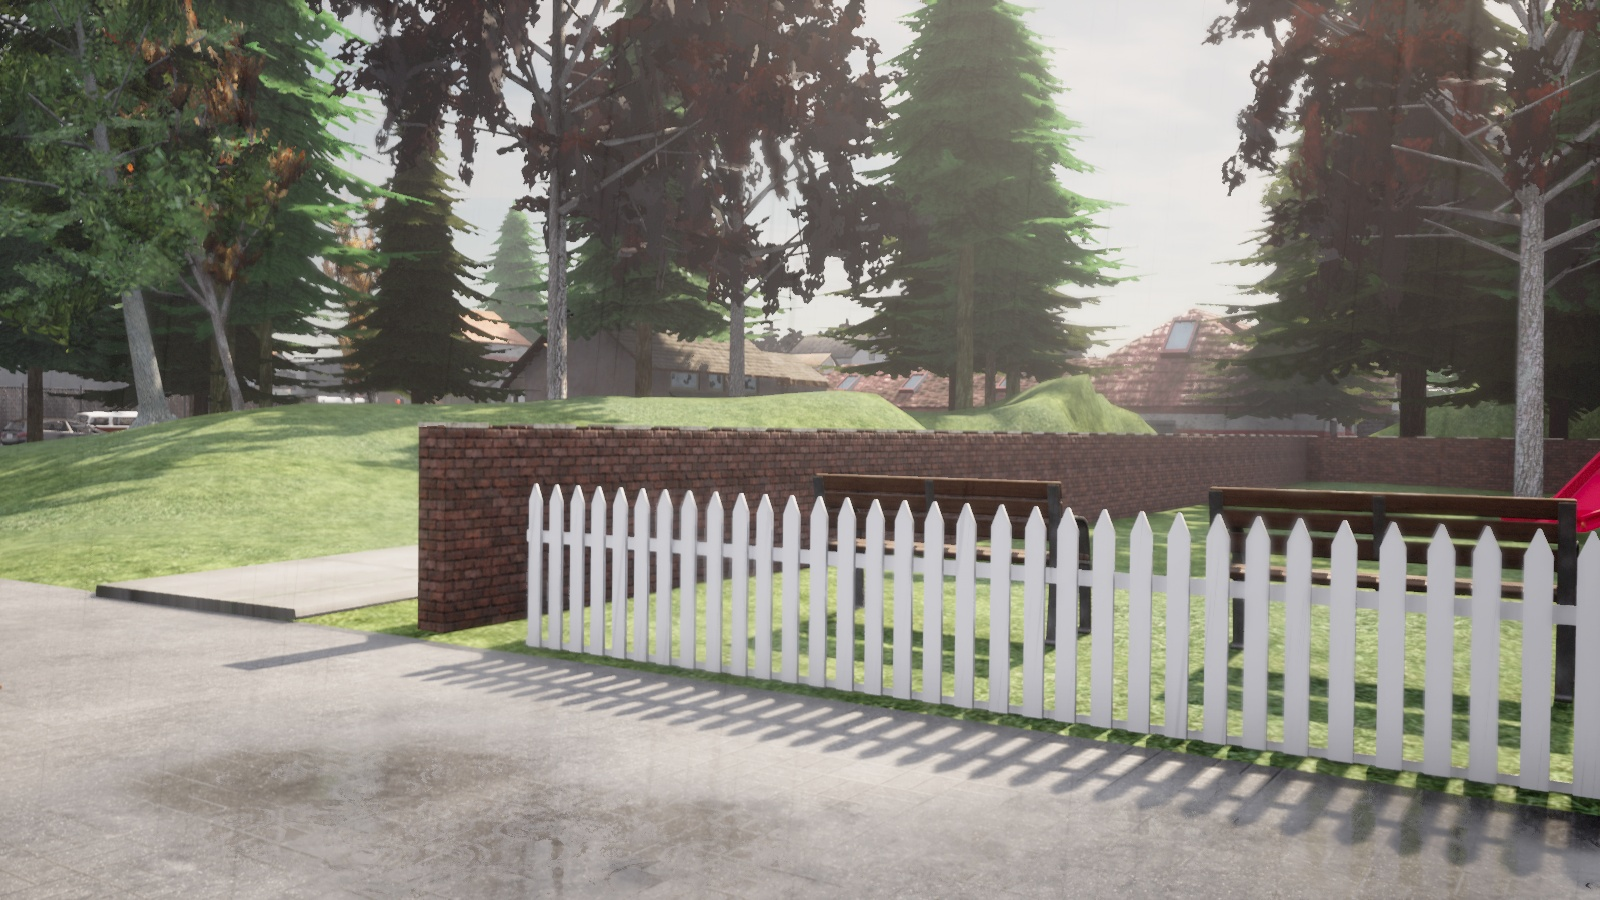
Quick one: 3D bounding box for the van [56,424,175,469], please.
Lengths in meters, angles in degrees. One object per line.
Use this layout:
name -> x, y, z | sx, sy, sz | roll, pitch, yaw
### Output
van -> -32.483, -0.213, 59.705 | 2.069, 2.038, 4.480 | 0, 1, 34

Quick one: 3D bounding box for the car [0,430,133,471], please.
car -> -31.537, -0.012, 53.890 | 2.242, 1.667, 4.611 | 0, 1, 33
